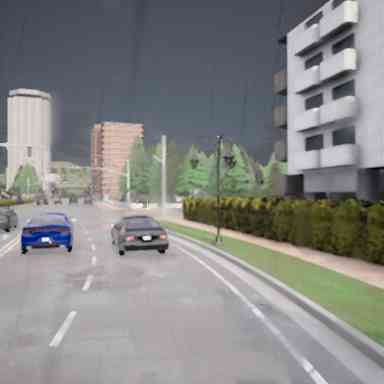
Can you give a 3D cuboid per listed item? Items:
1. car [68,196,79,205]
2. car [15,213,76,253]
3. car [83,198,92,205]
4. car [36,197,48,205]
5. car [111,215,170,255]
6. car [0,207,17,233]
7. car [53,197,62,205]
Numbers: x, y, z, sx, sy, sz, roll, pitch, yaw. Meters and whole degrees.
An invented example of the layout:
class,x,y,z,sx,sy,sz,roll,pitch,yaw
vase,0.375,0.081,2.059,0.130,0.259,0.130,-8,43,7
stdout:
class,x,y,z,sx,sy,sz,roll,pitch,yaw
car,-29.321,2.090,82.307,2.150,2.045,5.566,0,-1,-19
car,-6.263,1.647,14.789,1.882,1.535,5.008,0,0,-19
car,-25.996,2.368,83.402,1.837,1.490,4.892,0,-1,-19
car,-35.691,2.131,79.299,2.150,2.045,5.566,0,-1,-19
car,-2.349,1.701,14.163,2.033,1.411,5.357,0,-1,-18
car,-12.465,1.746,21.466,2.128,1.511,4.902,0,-1,-20
car,-32.387,2.449,80.451,2.033,1.411,5.357,0,-1,-19
